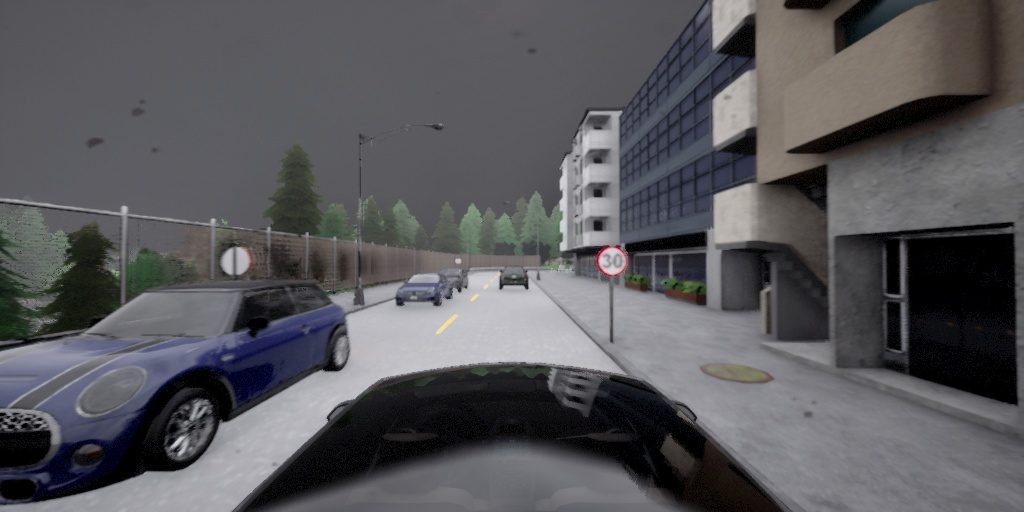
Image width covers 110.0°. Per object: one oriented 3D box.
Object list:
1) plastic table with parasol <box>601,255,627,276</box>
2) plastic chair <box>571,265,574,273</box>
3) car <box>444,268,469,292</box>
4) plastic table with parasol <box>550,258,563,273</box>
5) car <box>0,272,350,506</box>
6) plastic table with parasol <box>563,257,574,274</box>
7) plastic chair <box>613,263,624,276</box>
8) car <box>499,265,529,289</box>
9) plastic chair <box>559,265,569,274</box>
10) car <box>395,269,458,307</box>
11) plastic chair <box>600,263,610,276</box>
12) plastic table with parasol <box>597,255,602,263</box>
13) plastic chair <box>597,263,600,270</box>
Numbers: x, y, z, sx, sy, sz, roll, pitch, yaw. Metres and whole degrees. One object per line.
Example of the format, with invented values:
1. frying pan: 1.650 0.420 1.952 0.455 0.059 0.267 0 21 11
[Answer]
1. plastic table with parasol: 15.353 1.431 53.868 2.482 2.480 2.482 0 0 0
2. plastic chair: 9.322 2.005 51.914 0.750 1.272 0.730 0 0 10
3. car: -4.024 1.562 24.032 2.128 1.511 4.902 0 -1 1
4. plastic table with parasol: 7.857 1.484 57.654 2.482 2.480 2.482 0 0 0
5. car: -4.097 1.148 4.853 2.097 1.767 4.553 0 -1 0
6. plastic table with parasol: 9.312 1.422 53.344 2.482 2.480 2.482 0 0 0
7. plastic chair: 15.542 2.015 52.468 0.750 1.272 0.730 0 0 10
8. car: 0.132 1.468 26.903 2.097 1.767 4.553 0 -1 0
9. plastic chair: 7.833 2.028 53.535 0.730 1.272 0.750 0 0 10
10. car: -3.993 1.495 16.982 1.812 1.442 4.674 0 -1 0
11. plastic chair: 14.054 2.038 54.089 0.730 1.272 0.750 0 0 10
12. plastic table with parasol: 12.716 1.474 56.930 2.482 2.480 2.482 0 0 0
13. plastic chair: 12.905 2.058 55.520 0.750 1.272 0.730 0 0 10
